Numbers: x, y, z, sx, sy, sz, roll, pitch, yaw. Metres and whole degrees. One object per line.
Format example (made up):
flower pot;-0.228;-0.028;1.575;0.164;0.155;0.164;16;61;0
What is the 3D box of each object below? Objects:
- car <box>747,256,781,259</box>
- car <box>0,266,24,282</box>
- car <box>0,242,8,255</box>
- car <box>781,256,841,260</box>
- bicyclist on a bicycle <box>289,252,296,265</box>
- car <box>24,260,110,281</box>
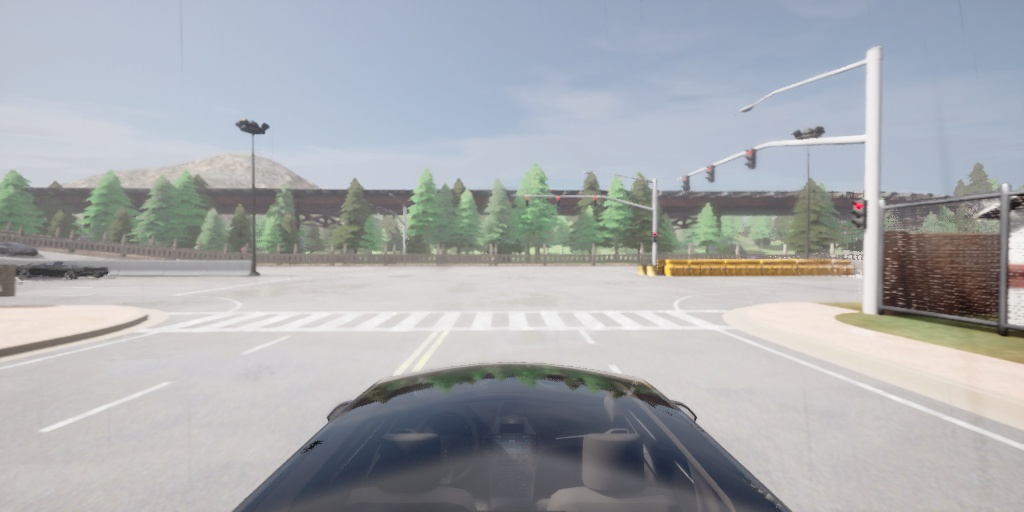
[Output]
car;27.255;0.802;36.886;4.718;1.301;1.895;0;1;-2
car;-32.052;0.923;20.869;4.181;1.385;1.994;2;1;-2
car;-52.568;-0.775;34.394;5.008;1.535;1.882;6;1;-2
car;28.471;0.733;33.422;5.008;1.535;1.882;0;1;-2
bicyclist on a bicycle;-28.444;0.340;46.463;0.582;1.620;1.656;0;1;-2
car;-30.630;0.941;24.411;4.718;1.301;1.895;1;1;-2
